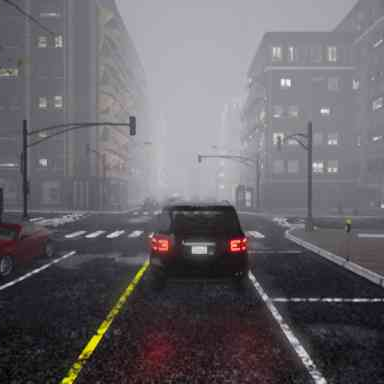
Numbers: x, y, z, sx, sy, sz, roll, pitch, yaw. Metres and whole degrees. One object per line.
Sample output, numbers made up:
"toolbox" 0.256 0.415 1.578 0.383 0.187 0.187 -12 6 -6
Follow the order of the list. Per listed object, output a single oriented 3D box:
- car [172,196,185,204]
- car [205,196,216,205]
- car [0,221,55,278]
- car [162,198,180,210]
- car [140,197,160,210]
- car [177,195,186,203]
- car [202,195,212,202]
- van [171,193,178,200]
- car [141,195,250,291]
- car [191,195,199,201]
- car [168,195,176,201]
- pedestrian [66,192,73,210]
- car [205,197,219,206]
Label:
"car" -2.466 1.539 61.610 1.994 1.385 4.181 0 0 1
"car" 3.260 1.521 59.268 1.887 1.381 4.507 0 0 1
"car" -5.607 1.577 10.033 1.802 1.307 4.206 0 0 1
"car" -2.671 1.546 43.069 1.994 1.385 4.181 0 0 2
"car" -5.288 1.422 42.442 1.967 1.590 4.097 0 0 1
"car" -2.303 1.495 71.915 1.812 1.442 4.674 0 0 1
"car" 3.426 1.410 76.184 1.967 1.590 4.097 0 0 1
"van" -4.787 1.304 93.188 1.690 1.788 3.998 0 0 1
"car" 0.171 1.217 9.114 2.150 2.045 5.566 0 0 1
"car" 0.806 1.446 82.715 1.882 1.535 5.008 0 0 1
"car" -4.899 1.494 81.741 1.752 1.417 4.829 0 0 1
"pedestrian" -12.395 0.889 33.504 0.375 1.860 0.375 0 -1 0
"car" 3.204 1.529 53.631 2.008 1.369 4.403 0 0 1
